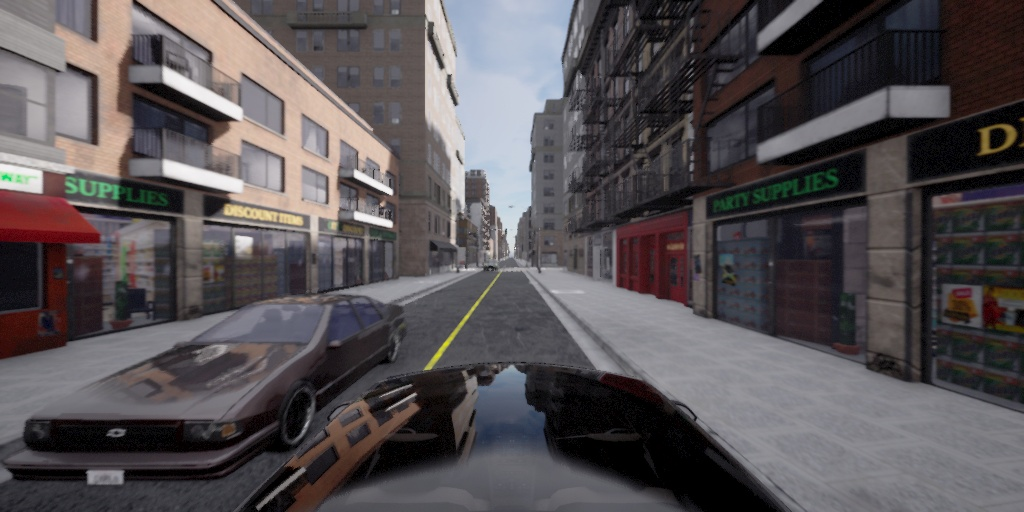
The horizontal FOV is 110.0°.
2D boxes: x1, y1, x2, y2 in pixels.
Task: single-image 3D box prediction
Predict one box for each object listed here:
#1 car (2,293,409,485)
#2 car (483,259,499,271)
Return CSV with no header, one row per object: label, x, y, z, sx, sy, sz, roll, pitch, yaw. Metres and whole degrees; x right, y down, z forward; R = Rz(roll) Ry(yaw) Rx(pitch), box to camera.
car,-3.101,1.307,5.398,2.033,1.411,5.357,0,0,0
car,-2.992,1.277,51.780,2.097,1.767,4.553,0,0,0
